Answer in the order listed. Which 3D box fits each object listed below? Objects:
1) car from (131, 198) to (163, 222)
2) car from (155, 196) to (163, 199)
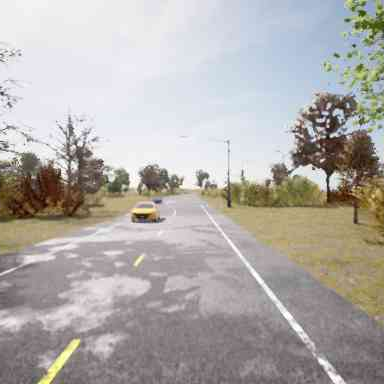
[{"bbox_3d":[-3.671,1.540,26.841,1.882,1.535,5.008,0,0,0],"label":"car"},{"bbox_3d":[-6.895,1.570,67.941,1.882,1.535,5.008,0,0,-6],"label":"car"}]
